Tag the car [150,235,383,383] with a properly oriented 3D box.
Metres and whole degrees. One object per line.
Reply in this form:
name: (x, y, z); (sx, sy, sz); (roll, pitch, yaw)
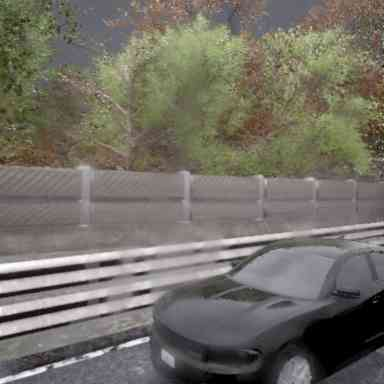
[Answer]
car: (1.782, 1.471, 4.947); (5.008, 1.535, 1.882); (0, 0, -35)
